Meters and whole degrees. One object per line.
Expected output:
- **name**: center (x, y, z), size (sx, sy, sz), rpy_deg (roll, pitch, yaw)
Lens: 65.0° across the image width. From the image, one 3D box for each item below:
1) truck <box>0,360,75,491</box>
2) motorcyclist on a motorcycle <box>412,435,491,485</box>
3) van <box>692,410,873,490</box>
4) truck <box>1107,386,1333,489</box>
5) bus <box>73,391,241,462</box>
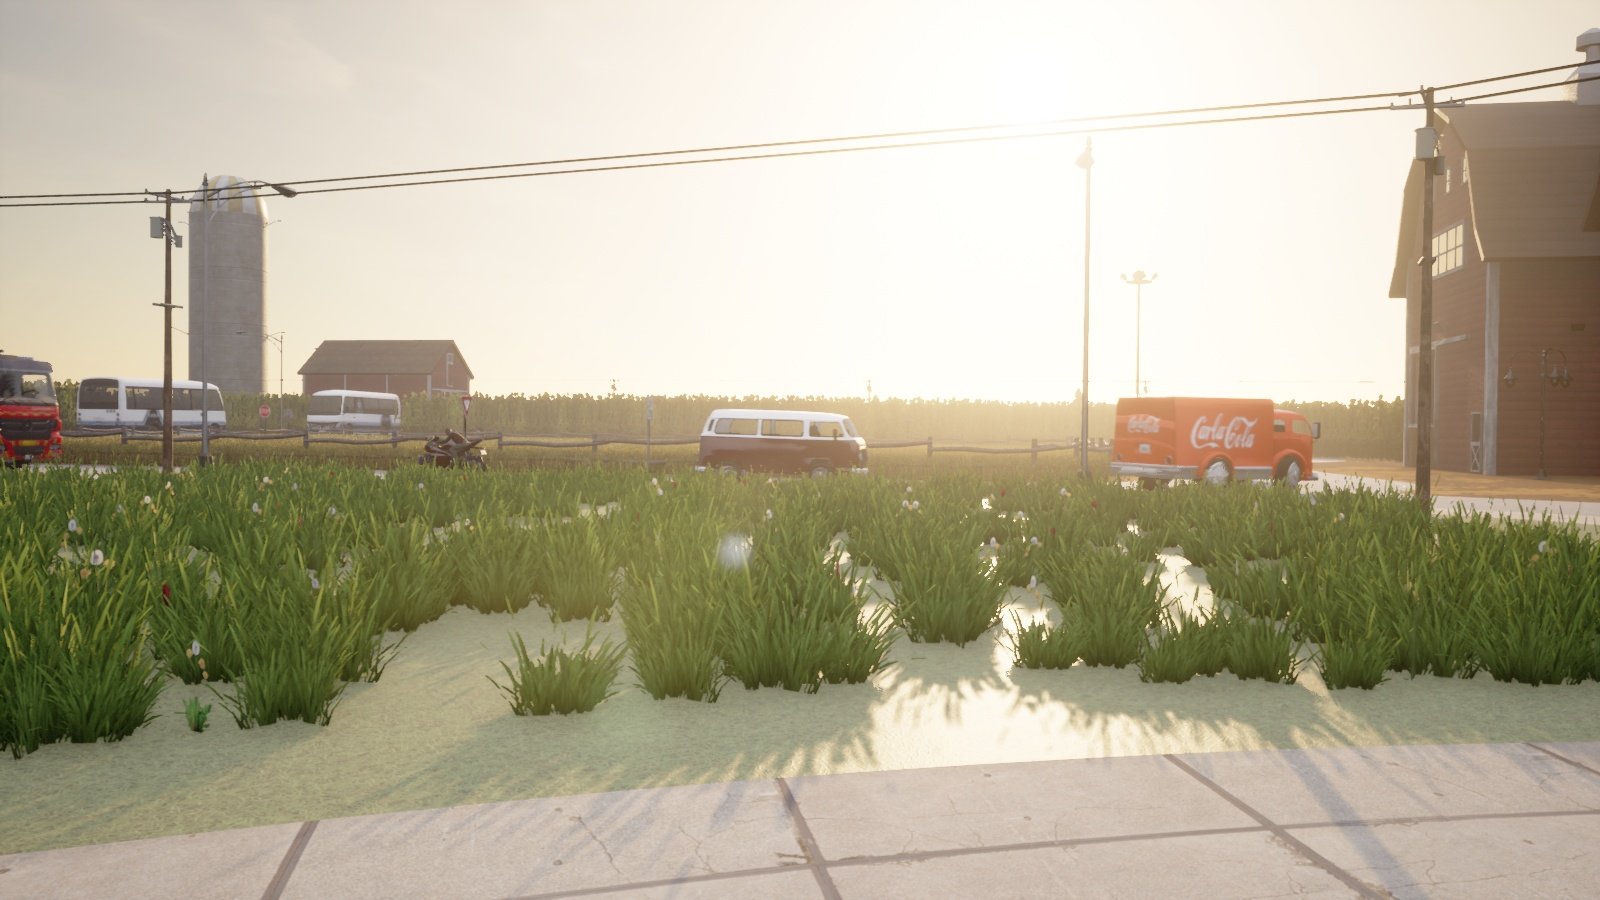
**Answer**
- **truck**: center (-27.199, -0.706, 38.808), size (8.468, 3.827, 2.891), rpy_deg (0, 1, 12)
- **motorcyclist on a motorcycle**: center (-10.837, 0.311, 39.064), size (2.191, 1.530, 0.866), rpy_deg (0, 1, 12)
- **van**: center (-0.426, -0.028, 33.387), size (4.480, 2.038, 2.069), rpy_deg (0, 1, 11)
- **truck**: center (10.919, -0.363, 32.634), size (5.204, 2.467, 2.627), rpy_deg (-1, 2, -26)
- **bus**: center (-40.977, -1.528, 80.602), size (3.944, 4.253, 10.273), rpy_deg (0, 1, 12)
